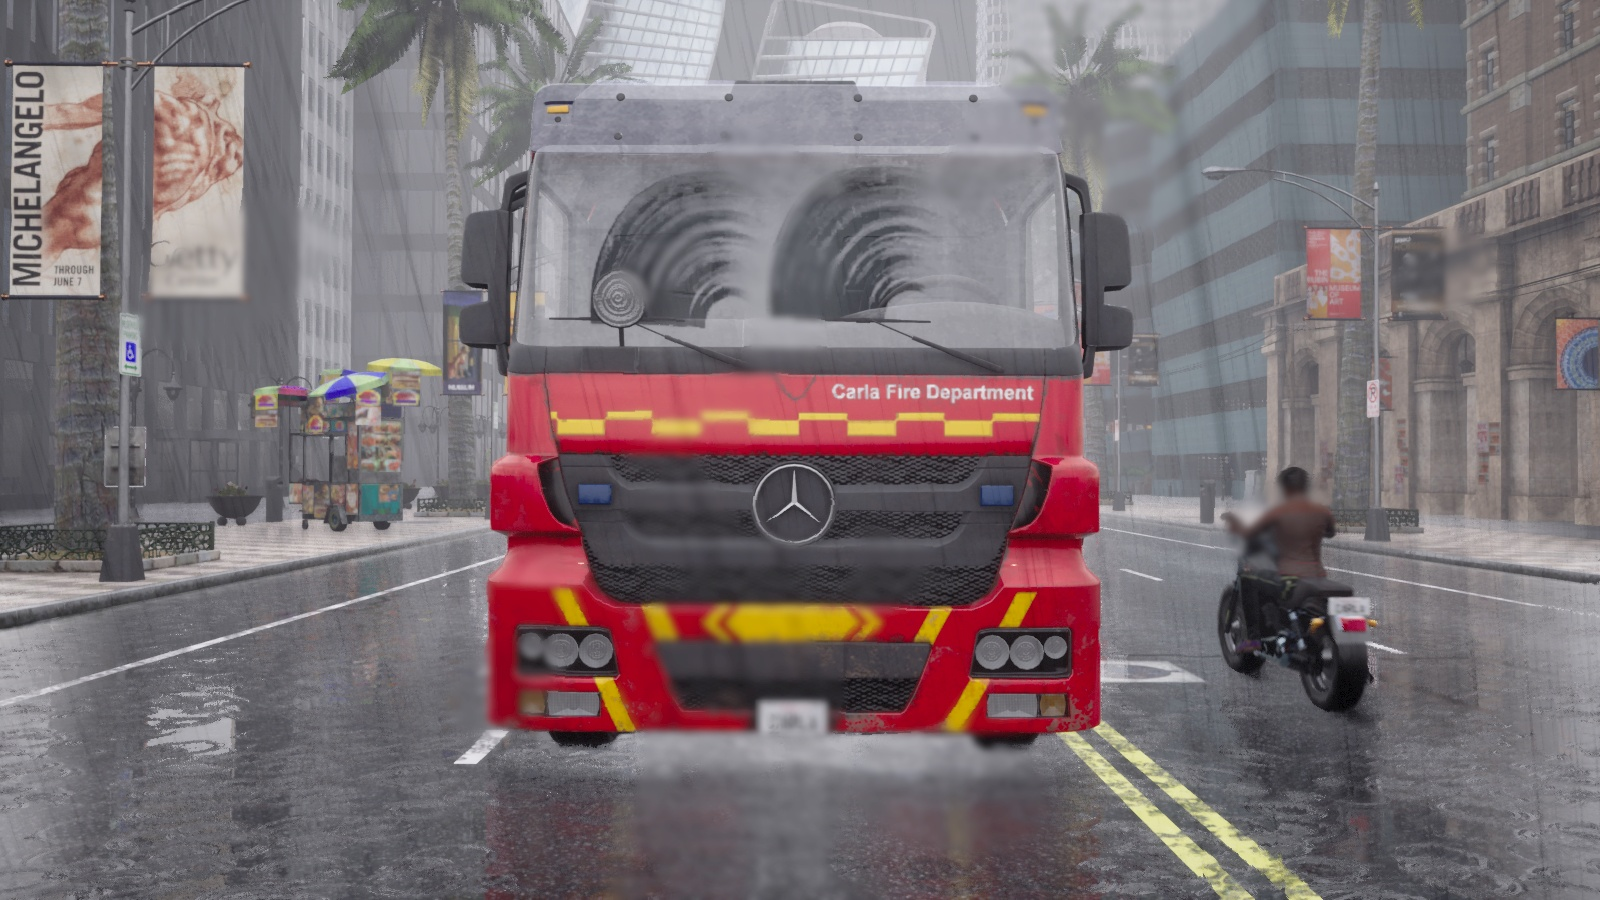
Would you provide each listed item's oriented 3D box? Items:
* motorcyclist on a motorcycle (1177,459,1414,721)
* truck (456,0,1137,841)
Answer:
[{"bbox_3d":[3.478,0.904,9.096,0.766,1.649,2.350,0,-1,0],"label":"motorcyclist on a motorcycle"},{"bbox_3d":[-0.025,-0.189,9.594,2.891,3.827,8.468,0,-1,0],"label":"truck"}]
